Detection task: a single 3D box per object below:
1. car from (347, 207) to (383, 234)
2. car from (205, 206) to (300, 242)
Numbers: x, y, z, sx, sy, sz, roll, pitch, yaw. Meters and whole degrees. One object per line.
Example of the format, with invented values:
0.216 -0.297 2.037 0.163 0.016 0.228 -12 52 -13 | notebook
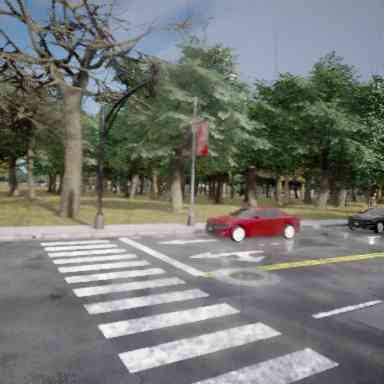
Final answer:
12.044 1.709 21.214 5.008 1.535 1.882 2 1 -30 | car
2.975 1.428 15.966 5.008 1.535 1.882 2 1 -30 | car
